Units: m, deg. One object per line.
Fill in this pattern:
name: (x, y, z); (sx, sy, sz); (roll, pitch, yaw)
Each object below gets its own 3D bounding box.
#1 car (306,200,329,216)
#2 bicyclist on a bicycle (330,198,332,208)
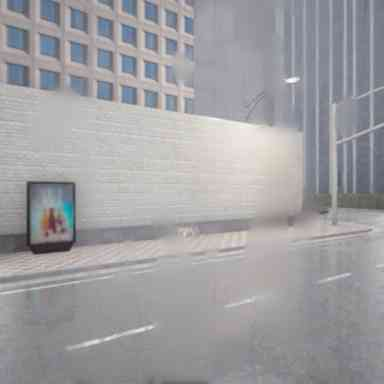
car: (11.373, 1.538, 33.592); (1.837, 1.490, 4.892); (0, 0, -36)
bicyclist on a bicycle: (18.684, 1.326, 43.961); (1.656, 1.620, 0.582); (0, 0, -36)
